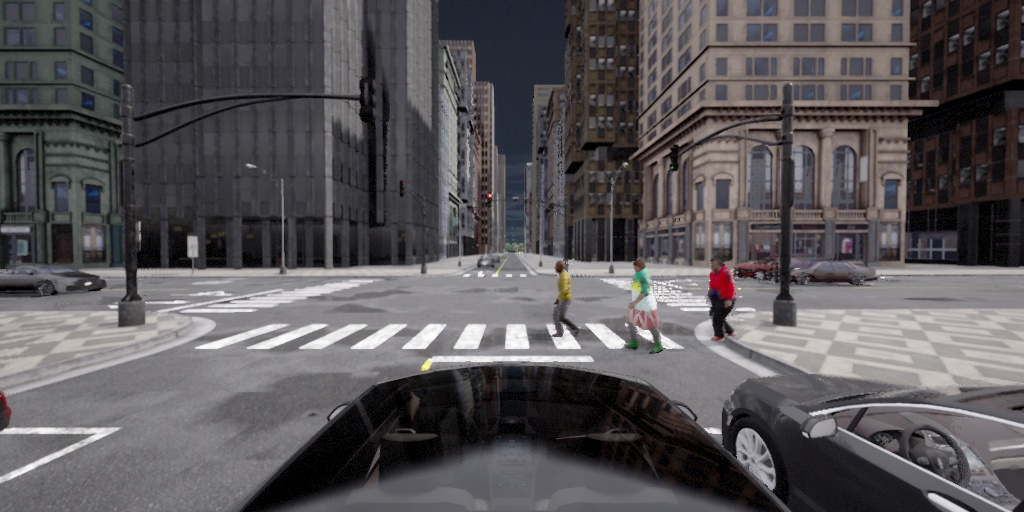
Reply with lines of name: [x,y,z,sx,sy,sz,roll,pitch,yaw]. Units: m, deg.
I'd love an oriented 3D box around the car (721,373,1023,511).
car: [2.762,1.303,1.570,2.007,1.370,4.403,0,0,0]

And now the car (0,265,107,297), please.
car: [-22.063,1.137,16.973,4.181,1.385,1.994,0,1,0]

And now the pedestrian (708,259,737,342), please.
pedestrian: [4.439,0.884,7.632,0.375,1.860,0.375,0,1,0]

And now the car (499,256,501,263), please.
car: [-2.864,0.370,57.324,2.128,1.511,4.902,0,1,1]

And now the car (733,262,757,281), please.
car: [17.338,0.809,23.625,5.008,1.535,1.882,0,1,0]

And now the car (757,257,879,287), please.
car: [17.480,0.944,20.375,5.357,1.411,2.033,0,1,0]

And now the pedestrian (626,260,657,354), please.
pedestrian: [2.539,0.959,7.034,0.375,1.860,0.375,0,1,0]

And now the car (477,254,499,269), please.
car: [-2.928,0.623,40.996,2.128,1.511,4.902,0,1,0]

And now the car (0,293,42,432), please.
car: [-5.763,1.192,1.575,1.967,1.591,4.097,0,0,0]

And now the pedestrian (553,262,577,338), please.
pedestrian: [1.206,0.946,8.236,0.375,1.860,0.375,0,1,0]
